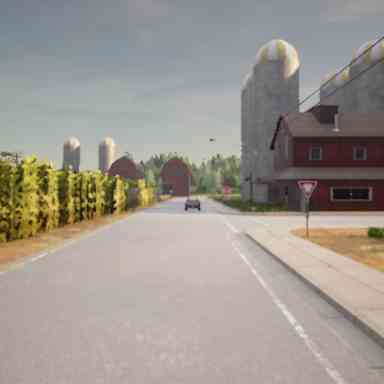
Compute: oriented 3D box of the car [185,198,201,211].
[{"bbox_3d":[0.095,1.419,40.570,2.128,1.511,4.902,0,0,0],"label":"car"}]
